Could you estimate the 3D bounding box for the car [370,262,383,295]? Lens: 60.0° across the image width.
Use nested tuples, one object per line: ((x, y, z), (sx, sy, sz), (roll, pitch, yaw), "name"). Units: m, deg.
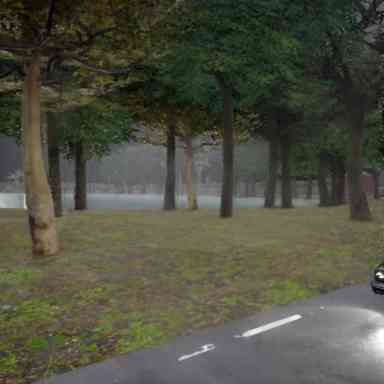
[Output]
((6.192, 1.546, 7.476), (5.357, 1.411, 2.033), (0, 0, -35), "car")
